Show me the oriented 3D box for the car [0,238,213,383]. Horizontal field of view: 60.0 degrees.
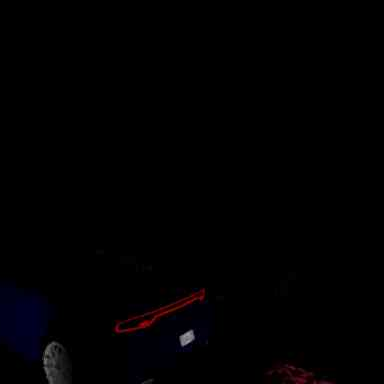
[{"bbox_3d":[-2.069,1.462,5.167,5.008,1.535,1.882,1,0,35],"label":"car"}]
